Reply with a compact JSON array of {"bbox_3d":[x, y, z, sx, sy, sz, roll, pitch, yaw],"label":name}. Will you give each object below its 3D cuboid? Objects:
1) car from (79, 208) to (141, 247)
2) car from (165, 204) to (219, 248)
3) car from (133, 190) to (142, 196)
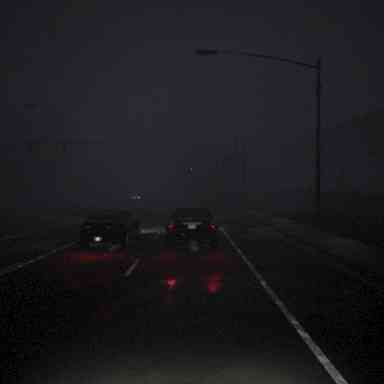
[{"bbox_3d":[-3.500,1.471,14.767,1.837,1.490,4.892,0,0,0],"label":"car"},{"bbox_3d":[0.000,1.321,14.736,2.097,1.767,4.553,0,0,0],"label":"car"},{"bbox_3d":[-13.999,0.277,85.242,2.128,1.511,4.902,0,1,0],"label":"car"}]
